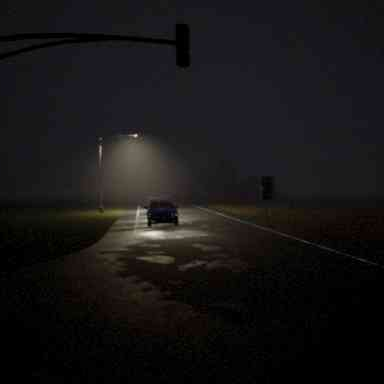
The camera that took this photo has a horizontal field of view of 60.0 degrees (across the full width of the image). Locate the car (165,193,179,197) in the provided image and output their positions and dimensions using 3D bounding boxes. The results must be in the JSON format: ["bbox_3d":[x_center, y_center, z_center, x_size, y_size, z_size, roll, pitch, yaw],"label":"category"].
[{"bbox_3d":[-3.201,0.918,53.739,1.882,1.535,5.008,-1,1,-9],"label":"car"}]

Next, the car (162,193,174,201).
[{"bbox_3d":[-4.643,0.907,63.319,1.994,1.385,4.181,-1,1,-9],"label":"car"}]

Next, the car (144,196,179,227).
[{"bbox_3d":[-2.014,1.283,21.774,1.882,1.535,5.008,-1,1,-8],"label":"car"}]

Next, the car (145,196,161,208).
[{"bbox_3d":[-4.914,1.223,41.352,1.895,1.301,4.718,-1,1,-8],"label":"car"}]

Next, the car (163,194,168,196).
[{"bbox_3d":[-3.473,1.241,31.529,1.812,1.442,4.674,-1,1,-8],"label":"car"}]
